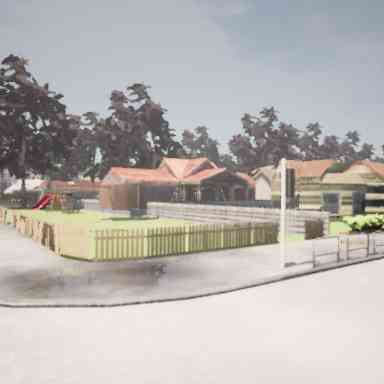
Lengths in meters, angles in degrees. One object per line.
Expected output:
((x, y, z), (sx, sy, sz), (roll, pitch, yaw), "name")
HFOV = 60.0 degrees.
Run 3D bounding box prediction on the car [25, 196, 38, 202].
((-32.831, 1.434, 67.754), (1.994, 1.381, 4.181), (1, 0, -36), "car")
